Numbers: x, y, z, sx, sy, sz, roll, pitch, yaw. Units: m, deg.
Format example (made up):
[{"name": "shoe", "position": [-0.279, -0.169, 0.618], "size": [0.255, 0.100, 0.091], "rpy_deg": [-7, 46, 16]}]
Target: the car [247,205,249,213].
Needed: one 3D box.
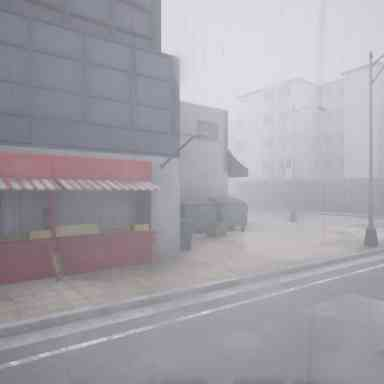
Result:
[{"name": "car", "position": [3.067, 1.295, 30.790], "size": [1.882, 1.535, 5.008], "rpy_deg": [0, 0, -36]}]
